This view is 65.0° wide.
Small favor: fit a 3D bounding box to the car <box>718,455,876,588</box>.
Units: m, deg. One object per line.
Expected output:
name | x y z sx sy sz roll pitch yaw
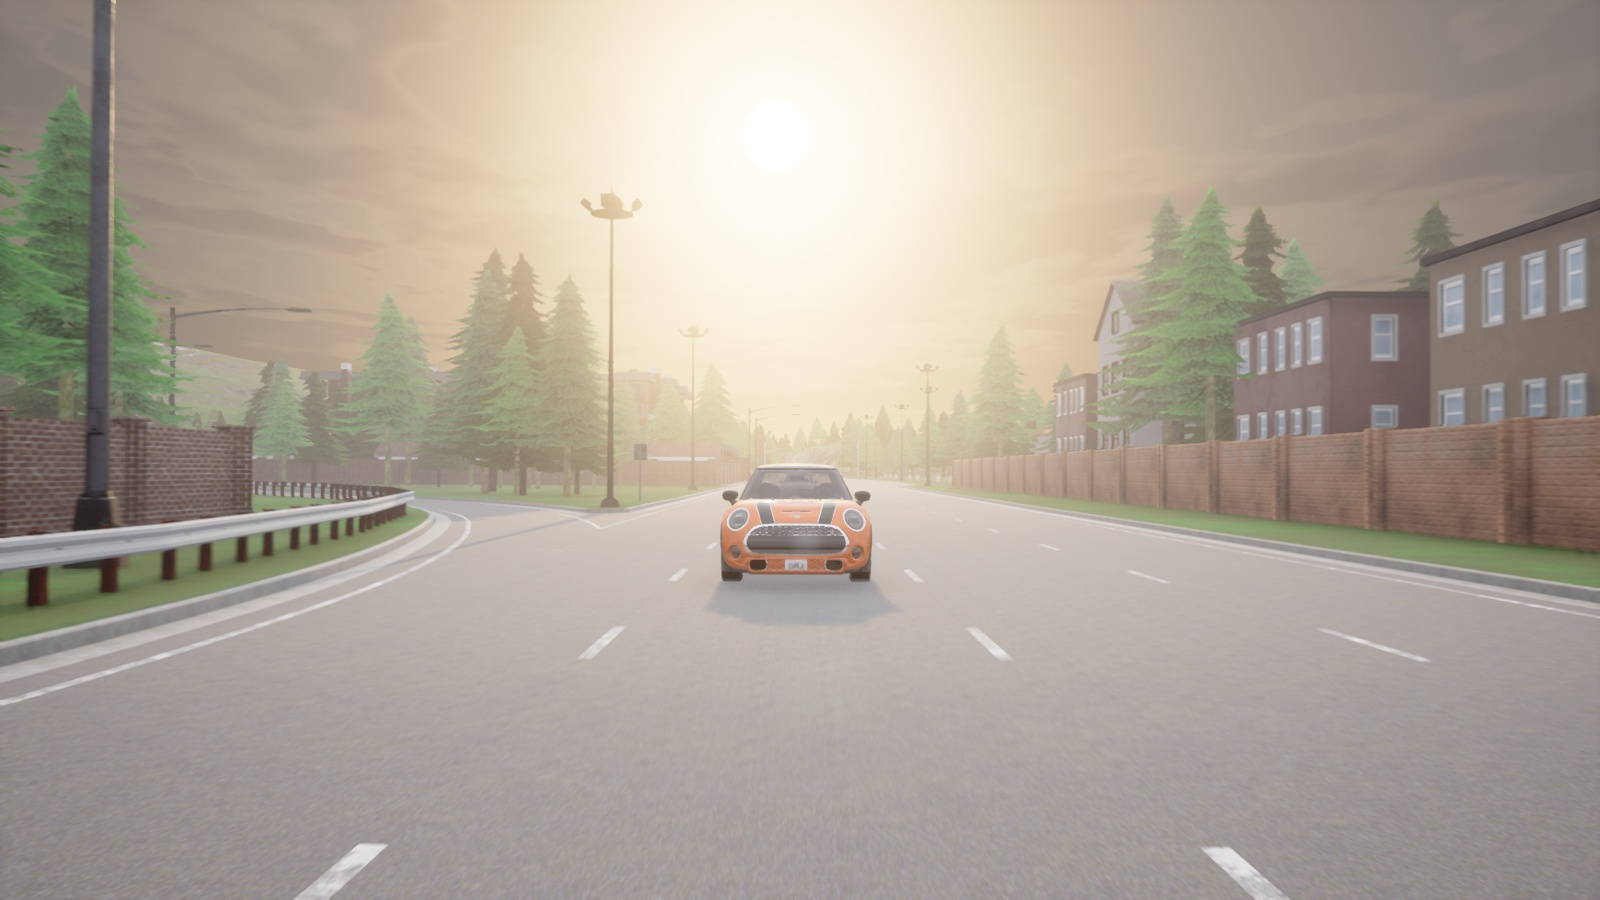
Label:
car | -0.047 0.990 19.024 2.097 1.767 4.553 0 -1 0
